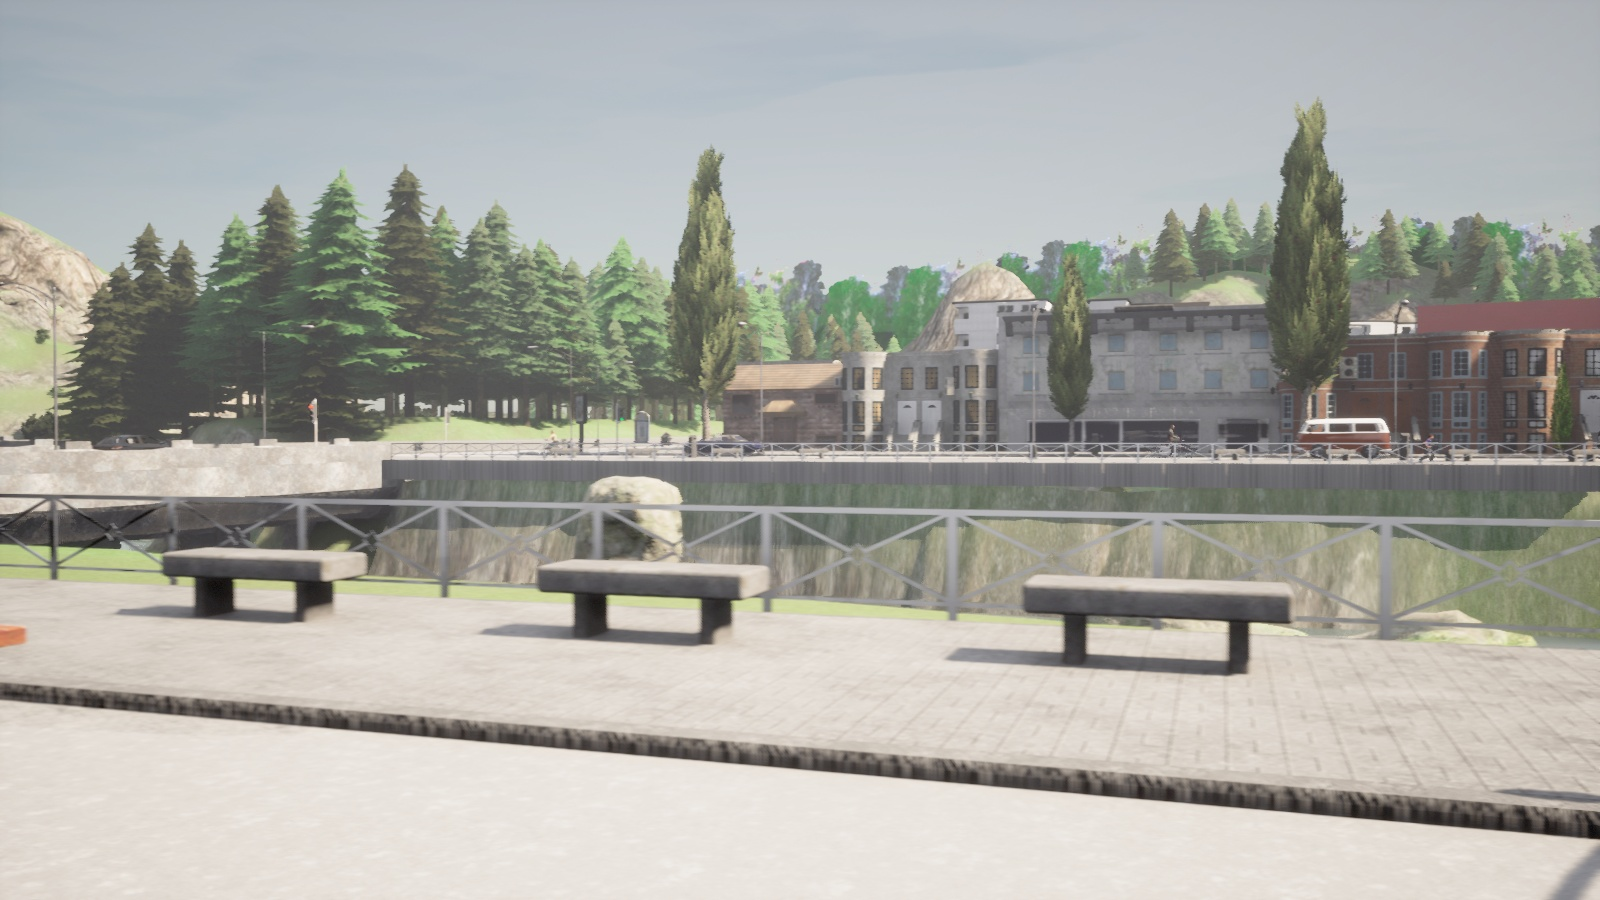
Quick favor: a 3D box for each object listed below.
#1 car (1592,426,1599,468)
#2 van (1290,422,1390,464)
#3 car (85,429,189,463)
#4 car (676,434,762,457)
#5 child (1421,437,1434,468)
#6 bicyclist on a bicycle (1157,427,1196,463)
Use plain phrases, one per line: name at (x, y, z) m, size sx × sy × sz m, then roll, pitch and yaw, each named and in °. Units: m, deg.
car at (37.848, -0.133, 56.038) m, size 3.866 × 1.878 × 1.905 m, roll 1°, pitch 1°, yaw 19°
van at (27.361, -0.369, 63.781) m, size 4.480 × 2.038 × 2.069 m, roll 1°, pitch 1°, yaw 19°
car at (-30.811, -0.213, 58.504) m, size 1.816 × 1.474 × 4.193 m, roll 1°, pitch 1°, yaw 19°
car at (-4.816, -0.286, 74.601) m, size 4.718 × 1.301 × 1.895 m, roll 1°, pitch 1°, yaw 19°
child at (25.790, 0.087, 51.604) m, size 0.437 × 1.263 × 0.270 m, roll 1°, pitch 1°, yaw 19°
bicyclist on a bicycle at (18.718, -0.233, 62.469) m, size 1.843 × 1.776 × 0.659 m, roll 0°, pitch 1°, yaw 19°
